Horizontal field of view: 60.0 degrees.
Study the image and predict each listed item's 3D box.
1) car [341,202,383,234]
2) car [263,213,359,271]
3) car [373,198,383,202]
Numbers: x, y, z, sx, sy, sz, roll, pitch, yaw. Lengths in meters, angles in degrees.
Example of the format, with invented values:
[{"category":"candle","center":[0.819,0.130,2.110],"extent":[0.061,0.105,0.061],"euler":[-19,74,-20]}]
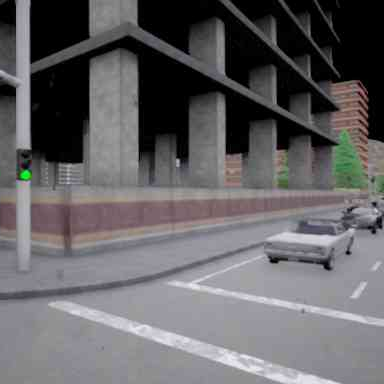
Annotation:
[{"category":"car","center":[9.882,1.526,19.363],"extent":[1.812,1.442,4.674],"euler":[0,0,36]},{"category":"car","center":[4.113,1.599,11.226],"extent":[1.895,1.301,4.718],"euler":[0,0,35]},{"category":"car","center":[15.870,1.508,27.832],"extent":[1.837,1.490,4.892],"euler":[0,0,35]}]
